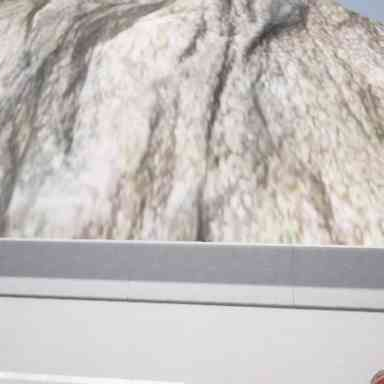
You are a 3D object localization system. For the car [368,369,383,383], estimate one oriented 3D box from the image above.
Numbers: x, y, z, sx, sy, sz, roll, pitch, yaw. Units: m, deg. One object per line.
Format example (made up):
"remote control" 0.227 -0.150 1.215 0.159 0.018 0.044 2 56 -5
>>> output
"car" 3.463 1.544 1.830 4.674 1.442 1.812 0 0 6
